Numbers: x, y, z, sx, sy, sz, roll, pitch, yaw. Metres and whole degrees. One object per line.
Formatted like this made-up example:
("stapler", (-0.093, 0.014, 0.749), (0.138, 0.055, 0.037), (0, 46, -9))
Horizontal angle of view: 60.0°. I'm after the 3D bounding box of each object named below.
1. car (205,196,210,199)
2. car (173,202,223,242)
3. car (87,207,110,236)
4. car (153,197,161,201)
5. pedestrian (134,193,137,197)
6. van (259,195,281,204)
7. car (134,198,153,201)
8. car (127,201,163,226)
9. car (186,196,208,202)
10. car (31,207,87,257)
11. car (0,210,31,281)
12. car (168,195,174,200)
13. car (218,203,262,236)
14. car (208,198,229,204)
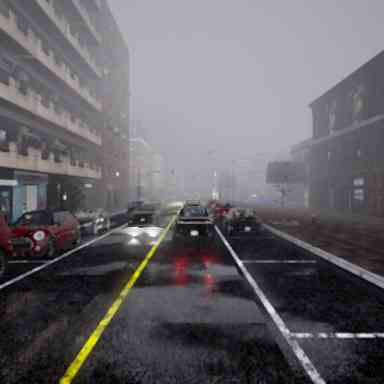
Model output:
("car", (2.684, 1.522, 40.990), (1.887, 1.381, 4.507), (0, 0, 0))
("car", (0.098, 1.476, 16.129), (2.128, 1.511, 4.902), (0, 0, 0))
("car", (-5.695, 1.534, 18.208), (2.008, 1.369, 4.403), (0, 0, 0))
("car", (-5.697, 1.505, 52.218), (1.752, 1.417, 4.829), (0, 0, 0))
("pedestrian", (-12.632, 1.058, 74.269), (0.375, 1.860, 0.375), (0, 0, 0))
("van", (14.657, 1.391, 63.150), (3.998, 1.788, 1.690), (0, 0, 0))
("car", (-5.696, 1.543, 35.298), (1.947, 1.339, 4.313), (0, 0, 0))
("car", (-3.100, 1.545, 22.793), (1.994, 1.385, 4.181), (0, 0, 0))
("car", (0.099, 1.469, 32.135), (2.128, 1.511, 4.902), (0, 0, 0))
("car", (-5.696, 1.428, 12.511), (1.967, 1.590, 4.097), (0, 0, 0))
("car", (-5.697, 1.308, 6.814), (2.192, 1.841, 5.009), (0, 0, 0))
("car", (-5.697, 1.558, 90.540), (2.008, 1.369, 4.403), (0, 0, 0))
("car", (2.685, 1.534, 18.204), (2.008, 1.369, 4.403), (0, 0, 0))
("car", (2.684, 1.523, 29.596), (1.887, 1.381, 4.507), (0, 0, 0))
